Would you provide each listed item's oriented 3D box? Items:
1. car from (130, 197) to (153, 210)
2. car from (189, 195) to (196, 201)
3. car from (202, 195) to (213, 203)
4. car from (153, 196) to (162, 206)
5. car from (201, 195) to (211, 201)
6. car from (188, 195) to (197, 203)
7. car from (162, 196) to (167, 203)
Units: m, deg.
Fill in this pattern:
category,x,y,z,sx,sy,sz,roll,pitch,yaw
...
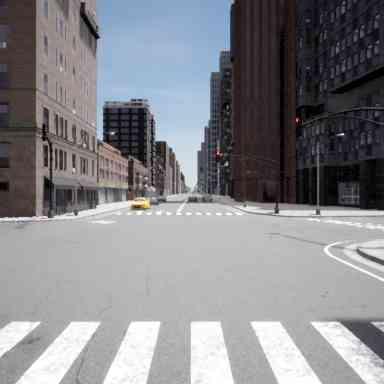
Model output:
category,x,y,z,sx,sy,sz,roll,pitch,yaw
car,-6.531,1.485,42.203,1.882,1.535,5.008,0,0,0
car,0.130,1.450,81.397,1.882,1.535,5.008,0,0,0
car,3.363,1.530,70.973,2.128,1.511,4.902,0,0,0
car,-6.499,1.571,54.852,1.994,1.385,4.181,0,0,1
car,3.379,1.497,81.393,2.128,1.511,4.902,0,0,0
car,0.113,1.483,70.978,1.882,1.535,5.008,0,0,0
car,-6.390,1.485,69.340,1.882,1.535,5.008,0,0,0
